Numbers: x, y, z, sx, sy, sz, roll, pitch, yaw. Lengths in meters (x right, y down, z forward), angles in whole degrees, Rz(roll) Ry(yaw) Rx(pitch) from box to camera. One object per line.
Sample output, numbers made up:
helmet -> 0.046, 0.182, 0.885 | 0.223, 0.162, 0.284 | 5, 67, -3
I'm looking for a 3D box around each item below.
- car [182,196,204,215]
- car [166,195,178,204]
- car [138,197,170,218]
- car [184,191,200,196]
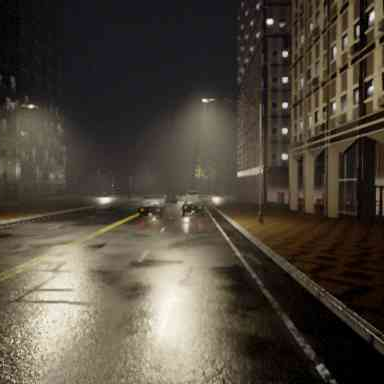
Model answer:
car -> 0.077, 1.359, 30.705 | 1.895, 1.301, 4.718 | 0, 0, 0
car -> -3.191, 1.135, 51.436 | 2.033, 1.411, 5.357 | 0, 0, 0
car -> -3.171, 1.385, 27.583 | 1.895, 1.301, 4.718 | 0, 0, 0
car -> 0.062, 0.818, 50.184 | 2.150, 2.045, 5.566 | 0, 0, 0
